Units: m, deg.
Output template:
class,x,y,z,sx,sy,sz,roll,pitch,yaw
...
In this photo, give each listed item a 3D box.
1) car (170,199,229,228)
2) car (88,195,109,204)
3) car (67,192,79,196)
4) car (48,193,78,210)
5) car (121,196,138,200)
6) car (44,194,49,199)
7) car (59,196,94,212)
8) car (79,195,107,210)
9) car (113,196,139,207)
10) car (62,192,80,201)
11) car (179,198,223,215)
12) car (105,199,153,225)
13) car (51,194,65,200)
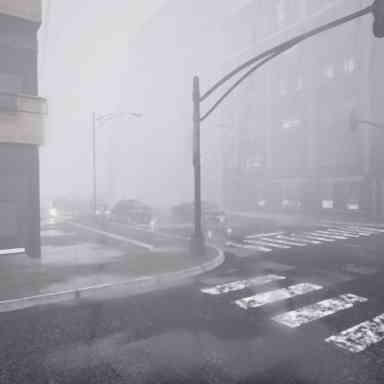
class,x,y,z,sx,sy,sz,roll,pitch,yaw
car,0.392,1.431,22.020,2.128,1.511,4.902,-1,1,-35
car,-15.594,1.213,55.295,1.752,1.417,4.829,-1,1,-35
car,-19.904,1.219,56.790,1.837,1.490,4.892,-1,1,-35
car,-15.918,1.311,41.040,1.967,1.590,4.097,-1,1,-35
car,-5.493,1.371,30.526,1.882,1.535,5.008,-1,1,-35
car,-34.999,1.071,83.330,1.752,1.417,4.829,-1,1,-35
car,-12.683,1.446,36.368,2.008,1.369,4.403,-1,1,-35
car,-11.495,1.394,39.210,2.033,1.411,5.357,-1,1,-35
car,-9.127,1.262,45.950,1.752,1.417,4.829,-1,1,-35
car,-25.202,0.931,69.171,2.192,1.841,5.009,-1,1,-35
car,0.756,1.356,31.856,1.887,1.381,4.507,-1,1,-35
car,-4.417,1.507,24.199,1.887,1.381,4.507,-1,1,-35
car,-31.668,1.120,78.518,2.008,1.369,4.403,-1,1,-35
